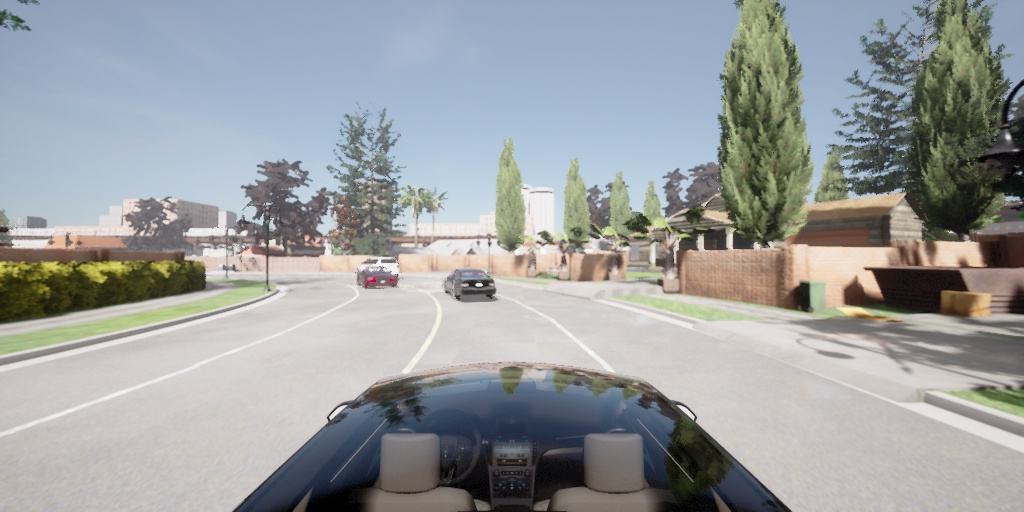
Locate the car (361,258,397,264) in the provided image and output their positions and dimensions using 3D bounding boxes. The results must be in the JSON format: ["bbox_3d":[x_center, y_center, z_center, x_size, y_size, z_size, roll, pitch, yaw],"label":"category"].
[{"bbox_3d":[-13.095,1.181,34.775,5.566,2.045,2.150,-1,-1,43],"label":"car"}]

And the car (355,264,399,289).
[{"bbox_3d":[-8.969,1.398,23.733,1.994,1.385,4.181,0,-1,-32],"label":"car"}]

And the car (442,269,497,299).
[{"bbox_3d":[-2.314,1.347,18.389,2.033,1.411,5.357,0,0,-19],"label":"car"}]
